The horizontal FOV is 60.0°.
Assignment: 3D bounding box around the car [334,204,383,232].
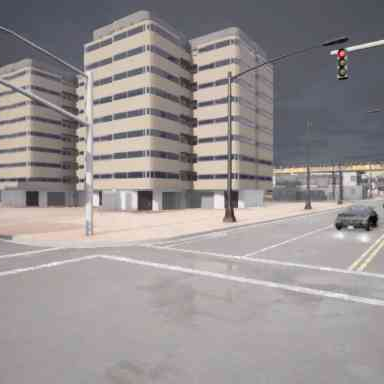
[{"bbox_3d":[10.250,1.549,20.465,2.033,1.411,5.357,0,0,35],"label":"car"}]
